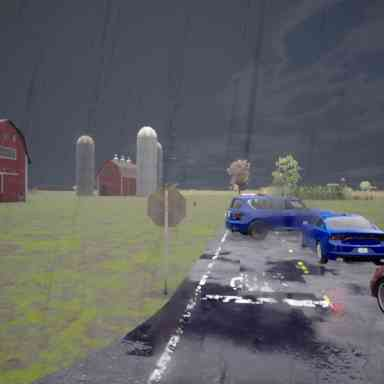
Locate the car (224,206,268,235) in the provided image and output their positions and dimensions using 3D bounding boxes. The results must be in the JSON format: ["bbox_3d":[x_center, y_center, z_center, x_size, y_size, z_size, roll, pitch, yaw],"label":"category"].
[{"bbox_3d":[3.068,1.609,19.850,1.895,1.301,4.718,0,0,0],"label":"car"}]

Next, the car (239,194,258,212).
[{"bbox_3d":[6.848,1.222,40.293,2.150,2.045,5.566,0,0,10],"label":"car"}]

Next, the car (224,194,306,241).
[{"bbox_3d":[4.443,1.222,16.571,5.566,2.045,2.150,0,0,-9],"label":"car"}]

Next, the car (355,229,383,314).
[{"bbox_3d":[4.618,1.530,4.575,1.812,1.442,4.674,0,0,-9],"label":"car"}]

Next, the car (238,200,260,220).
[{"bbox_3d":[5.083,1.508,29.736,1.837,1.490,4.892,0,0,9],"label":"car"}]

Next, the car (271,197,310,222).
[{"bbox_3d":[7.860,1.356,26.896,2.097,1.767,4.553,0,0,4],"label":"car"}]

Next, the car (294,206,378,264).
[{"bbox_3d":[5.114,1.482,11.752,1.882,1.535,5.008,0,0,8],"label":"car"}]
